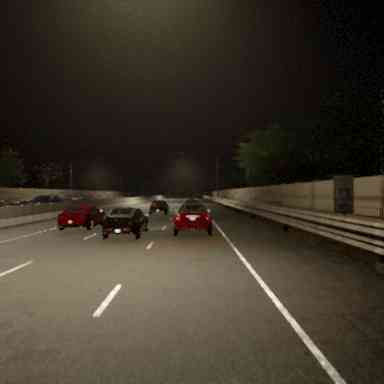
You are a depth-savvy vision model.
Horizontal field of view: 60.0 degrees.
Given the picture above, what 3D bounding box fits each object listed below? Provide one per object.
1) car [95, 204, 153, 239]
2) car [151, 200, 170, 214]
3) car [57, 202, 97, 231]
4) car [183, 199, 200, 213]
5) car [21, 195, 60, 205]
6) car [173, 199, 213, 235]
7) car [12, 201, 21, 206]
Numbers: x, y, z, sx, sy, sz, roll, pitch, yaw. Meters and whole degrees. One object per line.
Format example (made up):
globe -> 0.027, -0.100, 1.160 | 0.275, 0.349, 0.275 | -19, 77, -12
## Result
car -> -3.454, 1.562, 17.830 | 1.837, 1.490, 4.892 | 0, 0, 0
car -> -3.520, 1.629, 36.464 | 1.837, 1.490, 4.892 | 0, 0, 0
car -> -6.967, 1.561, 21.469 | 1.882, 1.535, 5.008 | 0, 0, 0
car -> -0.034, 1.601, 39.762 | 1.882, 1.535, 5.008 | 0, 0, 0
car -> -17.718, 1.416, 39.912 | 2.150, 2.045, 5.566 | 0, 0, 0
car -> 0.036, 1.401, 19.382 | 2.097, 1.767, 4.553 | 0, 0, 0
car -> -21.215, 1.765, 42.778 | 2.033, 1.411, 5.357 | 0, 0, 0
